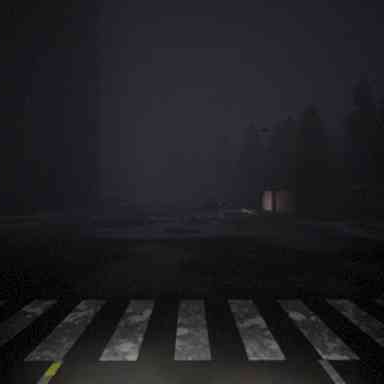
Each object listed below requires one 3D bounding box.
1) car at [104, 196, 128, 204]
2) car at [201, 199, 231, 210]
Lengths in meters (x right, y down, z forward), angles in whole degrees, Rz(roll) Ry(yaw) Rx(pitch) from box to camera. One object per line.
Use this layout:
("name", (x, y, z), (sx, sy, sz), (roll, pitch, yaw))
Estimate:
("car", (-14.866, 1.528, 64.726), (5.357, 1.411, 2.033), (0, 0, 39))
("car", (3.051, 1.607, 43.281), (1.895, 1.301, 4.718), (0, 0, -29))
